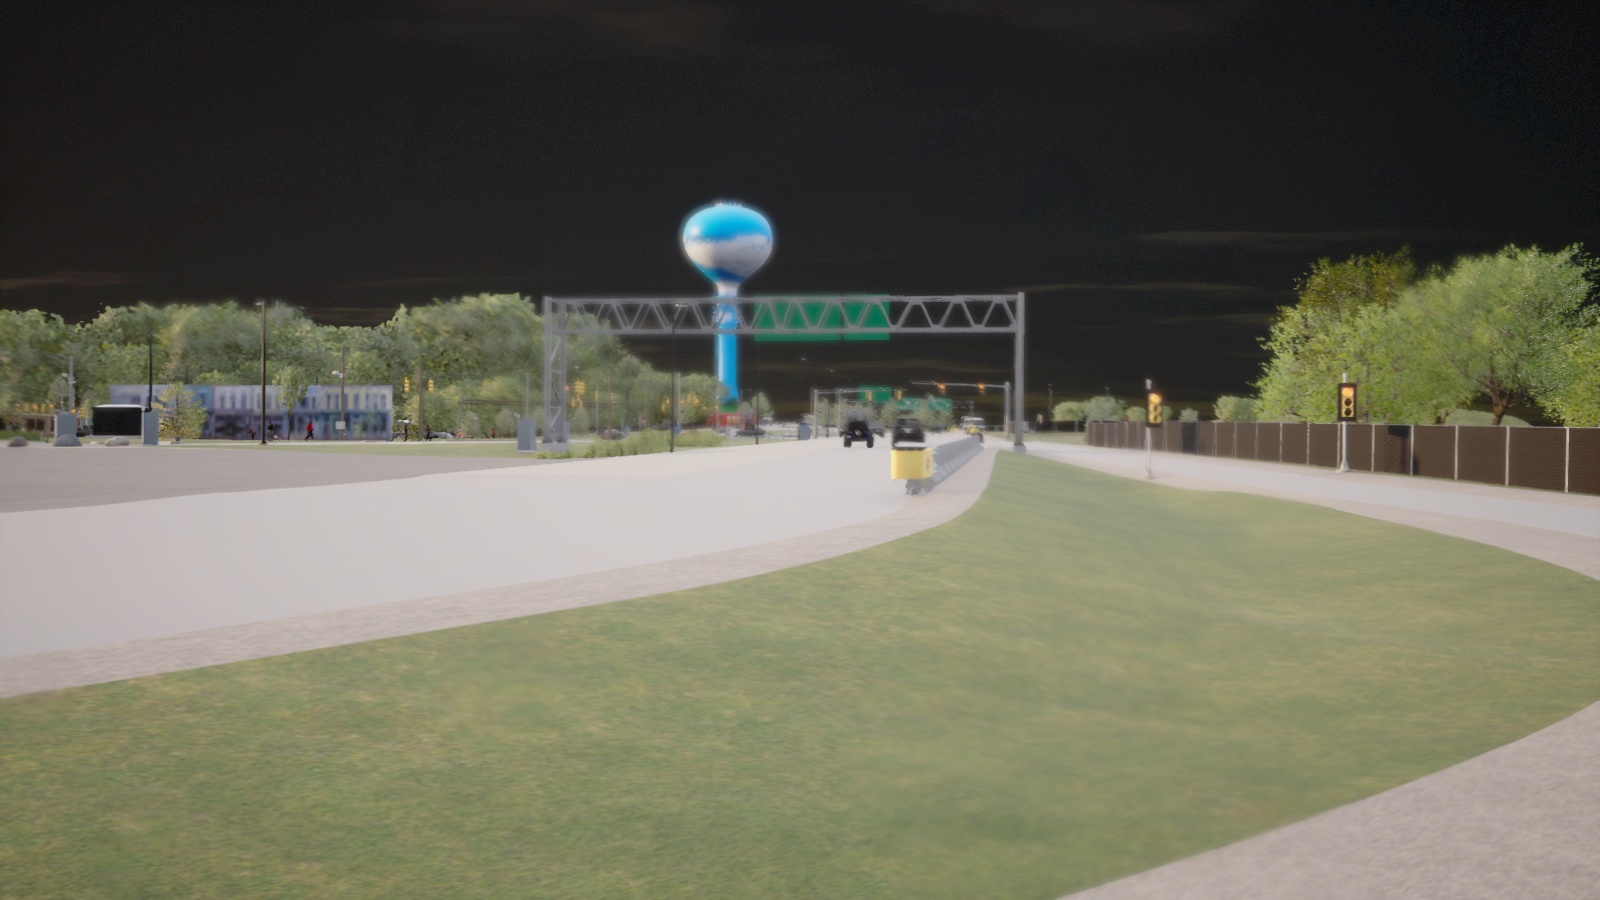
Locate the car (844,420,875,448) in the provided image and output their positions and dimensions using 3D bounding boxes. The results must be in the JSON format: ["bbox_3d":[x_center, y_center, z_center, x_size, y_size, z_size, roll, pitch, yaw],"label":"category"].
[{"bbox_3d":[4.148,-1.137,87.254,1.905,1.878,3.866,0,1,7],"label":"car"}]

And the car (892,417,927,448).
[{"bbox_3d":[7.540,-1.191,86.163,2.150,2.045,5.566,0,1,7],"label":"car"}]
